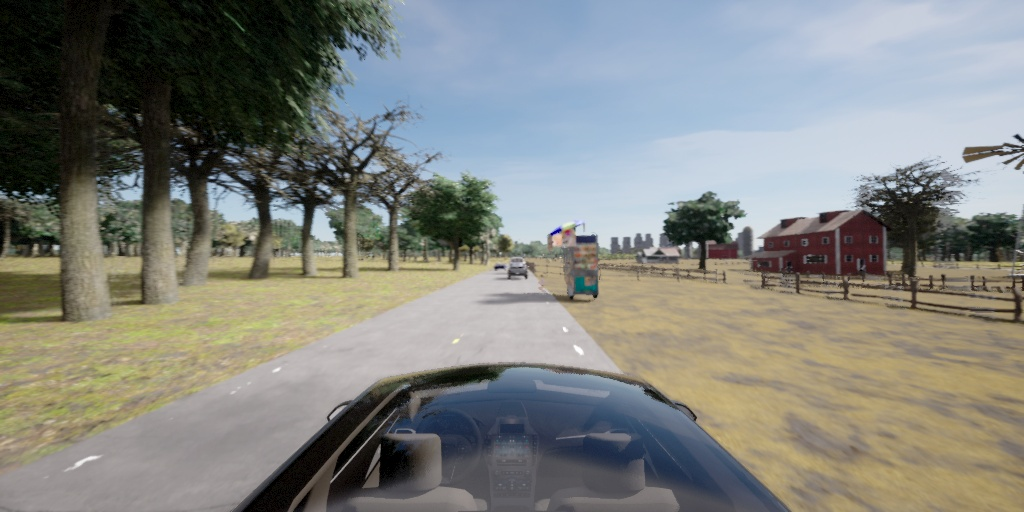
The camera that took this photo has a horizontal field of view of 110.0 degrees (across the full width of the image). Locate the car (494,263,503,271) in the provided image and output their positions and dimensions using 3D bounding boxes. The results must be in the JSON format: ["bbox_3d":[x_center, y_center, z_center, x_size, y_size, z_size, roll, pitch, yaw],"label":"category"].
[{"bbox_3d":[-1.925,1.709,58.173,1.895,1.301,4.718,0,-1,2],"label":"car"}]

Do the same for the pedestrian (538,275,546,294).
[{"bbox_3d":[1.631,1.456,19.095,0.500,1.100,0.500,1,-2,-14],"label":"pedestrian"}]

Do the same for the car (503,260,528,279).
[{"bbox_3d":[0.539,1.374,34.218,2.128,1.511,4.902,0,0,1],"label":"car"}]

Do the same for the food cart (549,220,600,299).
[{"bbox_3d":[3.331,0.239,17.825,2.280,3.560,4.660,0,0,1],"label":"food cart"}]

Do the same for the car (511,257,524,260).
[{"bbox_3d":[0.672,1.203,46.215,2.150,2.045,5.566,0,0,1],"label":"car"}]
